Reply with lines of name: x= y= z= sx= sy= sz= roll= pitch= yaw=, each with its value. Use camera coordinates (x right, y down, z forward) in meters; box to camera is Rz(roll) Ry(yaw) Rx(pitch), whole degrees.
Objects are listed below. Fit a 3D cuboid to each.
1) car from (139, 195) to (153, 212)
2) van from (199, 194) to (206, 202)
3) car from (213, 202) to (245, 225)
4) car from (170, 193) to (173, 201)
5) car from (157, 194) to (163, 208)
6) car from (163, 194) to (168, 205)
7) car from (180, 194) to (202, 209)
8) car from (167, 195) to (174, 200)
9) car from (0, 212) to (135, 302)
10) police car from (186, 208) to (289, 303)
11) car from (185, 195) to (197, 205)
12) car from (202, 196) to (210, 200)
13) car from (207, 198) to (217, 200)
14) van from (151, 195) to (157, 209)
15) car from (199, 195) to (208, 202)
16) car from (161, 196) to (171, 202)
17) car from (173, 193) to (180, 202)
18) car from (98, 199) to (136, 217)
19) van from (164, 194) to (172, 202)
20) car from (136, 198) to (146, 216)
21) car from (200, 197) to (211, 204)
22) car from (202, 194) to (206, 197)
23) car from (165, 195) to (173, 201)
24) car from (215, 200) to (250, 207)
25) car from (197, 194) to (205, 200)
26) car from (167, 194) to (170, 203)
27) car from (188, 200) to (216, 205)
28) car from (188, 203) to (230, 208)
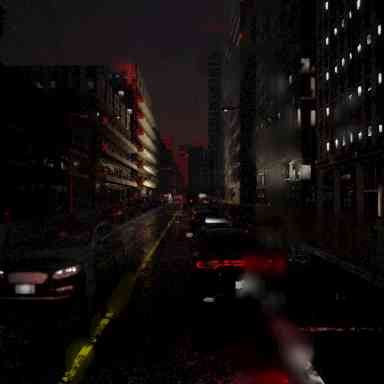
car: x=-5.756 y=1.451 z=35.926 sx=1.967 sy=1.590 sz=4.097 roll=1 pitch=0 yaw=0
van: x=2.523 y=1.355 z=80.405 sx=1.690 sy=1.788 sz=3.998 roll=1 pitch=0 yaw=0
car: x=2.647 y=1.553 z=24.925 sx=1.887 sy=1.381 sz=4.507 roll=1 pitch=0 yaw=0
car: x=-5.834 y=1.329 z=69.205 sx=2.192 sy=1.841 sz=5.009 roll=1 pitch=0 yaw=0
car: x=-5.780 y=1.327 z=47.018 sx=2.192 sy=1.841 sz=5.009 roll=1 pitch=0 yaw=0
car: x=-5.810 y=1.564 z=58.112 sx=2.008 sy=1.369 sz=4.403 roll=1 pitch=0 yaw=0
car: x=-0.092 y=1.233 z=45.501 sx=2.150 sy=2.045 sz=5.566 roll=0 pitch=0 yaw=0
car: x=-5.854 y=1.595 z=91.391 sx=1.802 sy=1.307 sz=4.206 roll=1 pitch=0 yaw=0
car: x=-3.021 y=1.494 z=8.462 sx=2.128 sy=1.511 sz=4.902 roll=0 pitch=0 yaw=0
police car: x=0.880 y=1.428 z=8.412 sx=1.930 sy=1.638 sz=5.238 roll=0 pitch=0 yaw=0
car: x=-0.136 y=1.365 z=58.879 sx=2.097 sy=1.767 sz=4.553 roll=0 pitch=0 yaw=0
car: x=2.608 y=1.562 z=41.569 sx=2.008 sy=1.369 sz=4.403 roll=1 pitch=0 yaw=0
car: x=2.634 y=1.554 z=30.474 sx=1.887 sy=1.381 sz=4.507 roll=1 pitch=0 yaw=0
van: x=-5.767 y=1.352 z=41.472 sx=1.690 sy=1.788 sz=3.998 roll=1 pitch=0 yaw=0
car: x=2.534 y=1.455 z=74.857 sx=1.967 sy=1.590 sz=4.097 roll=1 pitch=0 yaw=0
car: x=-5.857 y=1.540 z=74.581 sx=1.752 sy=1.417 sz=4.829 roll=1 pitch=0 yaw=0
car: x=-3.171 y=1.492 z=74.143 sx=1.882 sy=1.535 sz=5.008 roll=0 pitch=0 yaw=0
car: x=-5.731 y=1.449 z=24.831 sx=1.967 sy=1.590 sz=4.097 roll=1 pitch=0 yaw=0
van: x=-5.831 y=1.355 z=80.299 sx=1.690 sy=1.788 sz=3.998 roll=1 pitch=0 yaw=0
car: x=-5.746 y=1.555 z=30.379 sx=1.887 sy=1.381 sz=4.507 roll=1 pitch=0 yaw=0
car: x=2.557 y=1.596 z=63.761 sx=1.802 sy=1.307 sz=4.206 roll=1 pitch=0 yaw=0
car: x=2.583 y=1.538 z=52.835 sx=1.752 sy=1.417 sz=4.829 roll=1 pitch=0 yaw=0
car: x=-5.840 y=1.539 z=85.675 sx=1.752 sy=1.417 sz=4.829 roll=1 pitch=0 yaw=0
car: x=2.661 y=1.447 z=19.377 sx=1.967 sy=1.590 sz=4.097 roll=1 pitch=0 yaw=0
car: x=2.496 y=1.453 z=91.501 sx=1.967 sy=1.590 sz=4.097 roll=1 pitch=0 yaw=0
car: x=-5.820 y=1.454 z=63.659 sx=1.967 sy=1.590 sz=4.097 roll=1 pitch=0 yaw=0
car: x=0.792 y=1.535 z=24.302 sx=1.812 sy=1.442 sz=4.674 roll=0 pitch=0 yaw=0
car: x=0.837 y=1.533 z=18.303 sx=1.812 sy=1.442 sz=4.674 roll=0 pitch=0 yaw=0
